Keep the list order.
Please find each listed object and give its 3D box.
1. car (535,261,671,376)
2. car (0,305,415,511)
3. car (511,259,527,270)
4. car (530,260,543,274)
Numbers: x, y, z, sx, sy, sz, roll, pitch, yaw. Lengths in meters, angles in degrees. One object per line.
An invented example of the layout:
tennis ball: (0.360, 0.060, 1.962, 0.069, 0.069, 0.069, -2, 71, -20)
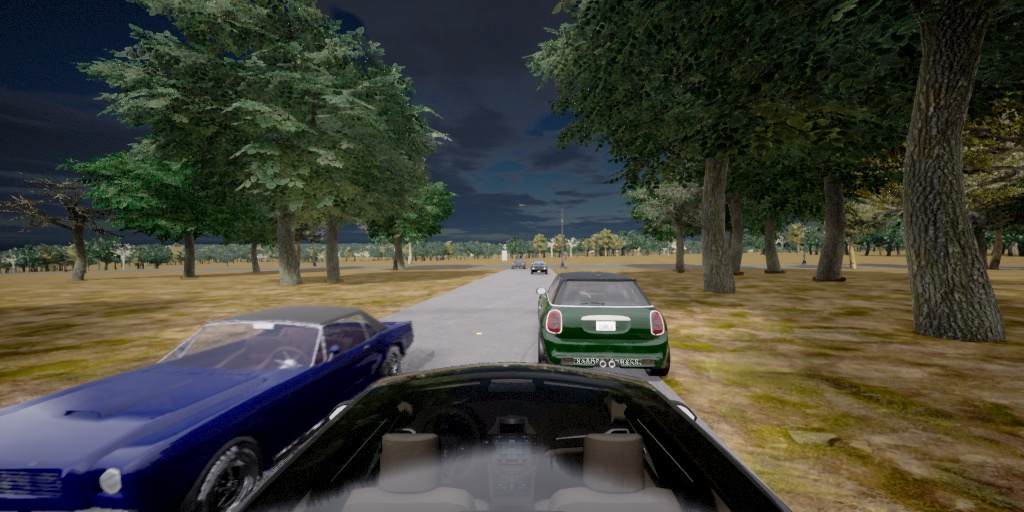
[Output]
car: (1.599, 1.096, 7.632, 2.097, 1.767, 4.553, 0, 0, 4)
car: (-2.815, 1.349, 4.205, 1.895, 1.301, 4.718, 0, 0, 4)
car: (1.064, 1.217, 55.973, 2.097, 1.767, 4.553, 0, 0, 5)
car: (3.092, 1.392, 40.932, 1.895, 1.301, 4.718, 0, 0, 5)
